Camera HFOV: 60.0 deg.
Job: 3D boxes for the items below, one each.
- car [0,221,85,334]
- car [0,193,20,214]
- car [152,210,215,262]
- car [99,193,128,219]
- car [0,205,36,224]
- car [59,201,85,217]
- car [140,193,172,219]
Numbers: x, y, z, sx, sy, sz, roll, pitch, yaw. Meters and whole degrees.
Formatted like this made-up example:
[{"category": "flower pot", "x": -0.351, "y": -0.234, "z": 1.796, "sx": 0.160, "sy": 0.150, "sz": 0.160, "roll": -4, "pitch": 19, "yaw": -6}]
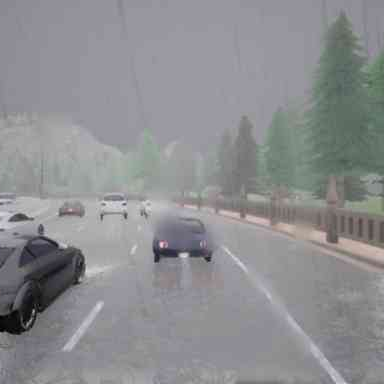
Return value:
[{"category": "car", "x": -3.593, "y": 1.544, "z": 6.668, "sx": 1.994, "sy": 1.385, "sz": 4.181, "roll": 0, "pitch": 0, "yaw": -2}, {"category": "car", "x": -20.106, "y": 1.116, "z": 35.791, "sx": 2.150, "sy": 2.045, "sz": 5.566, "roll": 0, "pitch": 0, "yaw": -20}, {"category": "car", "x": -0.424, "y": 1.565, "z": 12.001, "sx": 1.895, "sy": 1.301, "sz": 4.718, "roll": 0, "pitch": 0, "yaw": -5}, {"category": "car", "x": -6.733, "y": 1.137, "z": 28.631, "sx": 2.150, "sy": 2.045, "sz": 5.566, "roll": 0, "pitch": 0, "yaw": -14}, {"category": "car", "x": -7.648, "y": 1.486, "z": 13.570, "sx": 1.812, "sy": 1.442, "sz": 4.674, "roll": 0, "pitch": 0, "yaw": -6}, {"category": "car", "x": -10.766, "y": 1.476, "z": 29.980, "sx": 1.994, "sy": 1.385, "sz": 4.181, "roll": 0, "pitch": 0, "yaw": -15}, {"category": "car", "x": -3.167, "y": 1.137, "z": 28.706, "sx": 2.150, "sy": 2.045, "sz": 5.566, "roll": 0, "pitch": 0, "yaw": -13}]
